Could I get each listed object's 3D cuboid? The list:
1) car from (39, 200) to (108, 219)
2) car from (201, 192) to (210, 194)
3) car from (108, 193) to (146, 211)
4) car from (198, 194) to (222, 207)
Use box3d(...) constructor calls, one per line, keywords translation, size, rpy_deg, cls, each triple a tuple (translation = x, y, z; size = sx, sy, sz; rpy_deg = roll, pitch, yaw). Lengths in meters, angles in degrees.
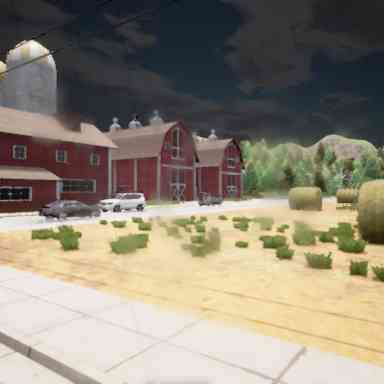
box3d(translation=(-9.398, 1.418, 25.974), size=(2.128, 1.511, 4.902), rpy_deg=(0, 0, 35), cls="car")
box3d(translation=(2.355, 1.054, 56.513), size=(1.905, 1.878, 3.866), rpy_deg=(6, 1, -8), cls="car")
box3d(translation=(-7.317, 1.140, 35.364), size=(2.150, 2.045, 5.566), rpy_deg=(0, 0, 35), cls="car")
box3d(translation=(2.806, 1.478, 49.845), size=(1.837, 1.490, 4.892), rpy_deg=(0, 0, 35), cls="car")
